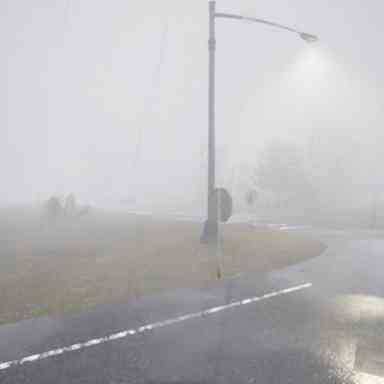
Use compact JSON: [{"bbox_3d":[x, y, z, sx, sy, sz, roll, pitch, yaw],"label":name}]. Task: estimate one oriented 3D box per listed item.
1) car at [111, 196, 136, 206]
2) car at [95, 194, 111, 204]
[{"bbox_3d":[-10.422,1.383,52.468,2.128,1.511,4.902,0,0,-33],"label":"car"},{"bbox_3d":[-16.128,1.225,60.988,2.097,1.767,4.553,0,0,-34],"label":"car"}]
